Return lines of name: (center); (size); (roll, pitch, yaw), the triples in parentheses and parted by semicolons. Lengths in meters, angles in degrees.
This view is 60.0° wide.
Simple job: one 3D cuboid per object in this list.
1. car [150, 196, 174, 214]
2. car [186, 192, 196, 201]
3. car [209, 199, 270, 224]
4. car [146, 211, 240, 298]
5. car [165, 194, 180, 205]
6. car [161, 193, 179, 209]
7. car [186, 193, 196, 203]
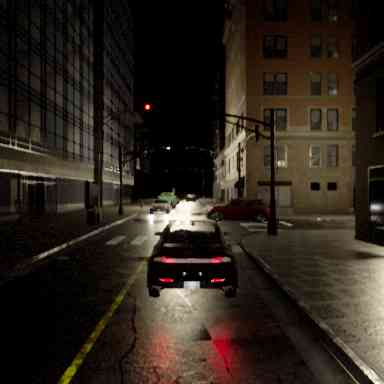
car: (-3.195, 1.445, 34.278); (1.812, 1.442, 4.674); (0, 0, 0)
car: (-0.222, 1.004, 75.364); (2.097, 1.767, 4.553); (0, 0, 0)
car: (3.392, 1.288, 24.201); (4.553, 1.767, 2.097); (0, 0, 18)
car: (0.022, 1.475, 8.479); (2.128, 1.511, 4.902); (0, 0, 1)
car: (-3.221, 1.217, 55.658); (2.097, 1.767, 4.553); (0, 0, 0)
car: (-3.204, 1.117, 43.732); (2.150, 2.045, 5.566); (0, 0, 1)
car: (-0.191, 1.334, 64.975); (2.128, 1.511, 4.902); (0, 0, 0)
